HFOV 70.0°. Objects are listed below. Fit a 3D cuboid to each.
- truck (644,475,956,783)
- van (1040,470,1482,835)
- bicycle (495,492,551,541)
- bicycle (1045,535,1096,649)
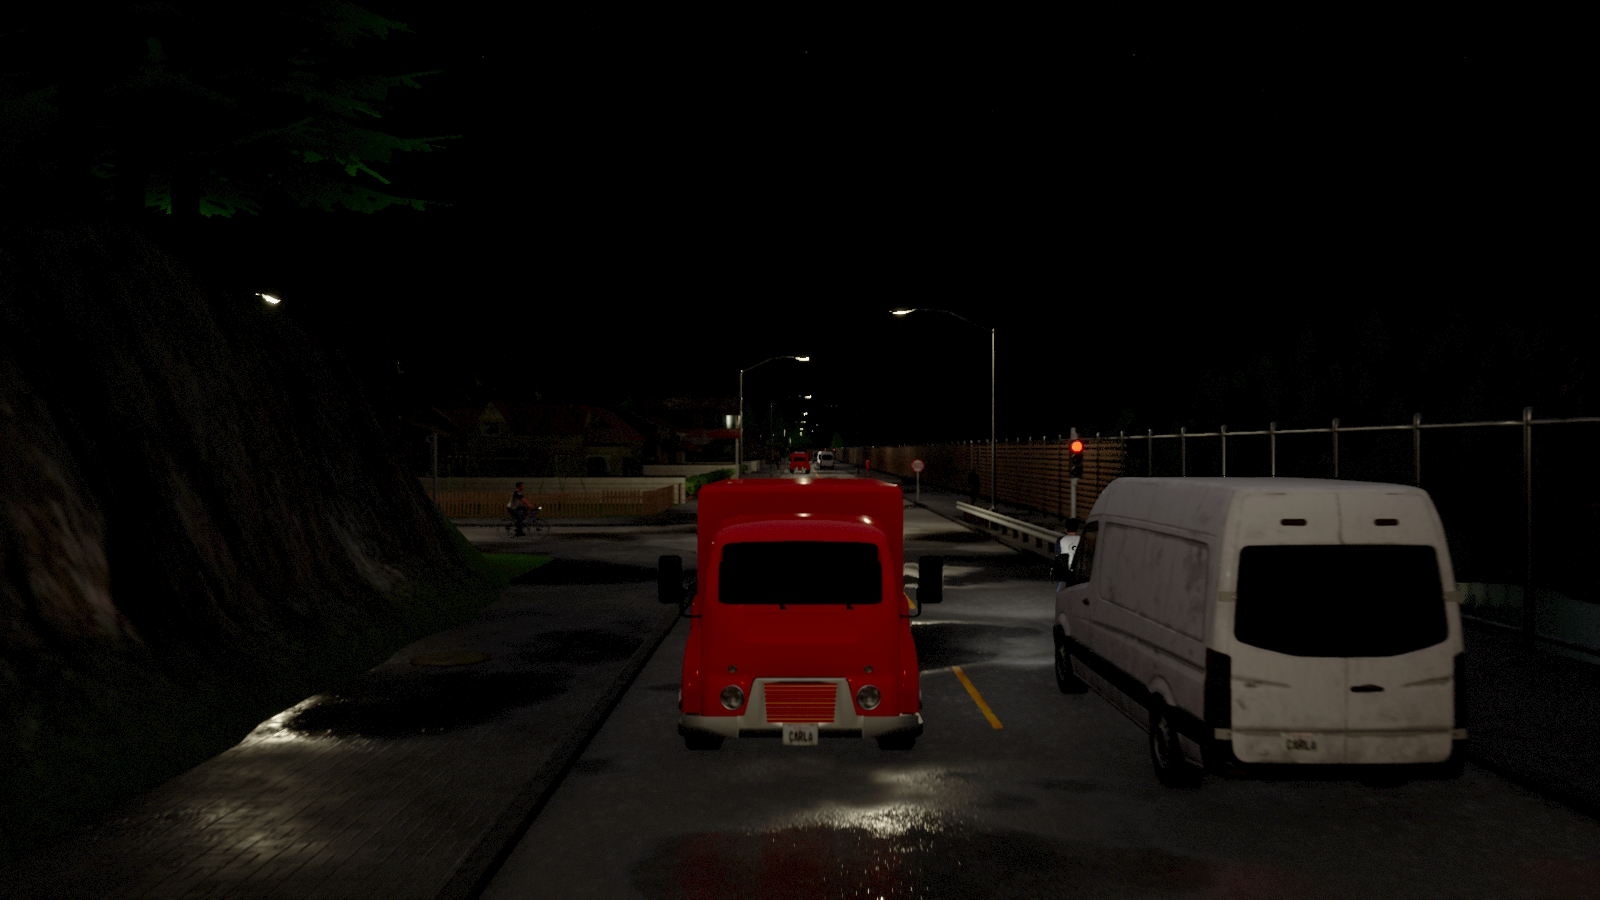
[{"bbox_3d":[0.000,1.569,12.237,2.627,2.467,5.204,0,0,0],"label":"truck"},{"bbox_3d":[4.004,1.538,11.340,1.988,2.561,5.915,0,0,0],"label":"van"},{"bbox_3d":[-8.673,2.066,35.791,1.643,1.496,0.373,1,0,0],"label":"bicycle"},{"bbox_3d":[3.995,2.061,16.921,0.373,1.496,1.643,0,0,0],"label":"bicycle"}]
